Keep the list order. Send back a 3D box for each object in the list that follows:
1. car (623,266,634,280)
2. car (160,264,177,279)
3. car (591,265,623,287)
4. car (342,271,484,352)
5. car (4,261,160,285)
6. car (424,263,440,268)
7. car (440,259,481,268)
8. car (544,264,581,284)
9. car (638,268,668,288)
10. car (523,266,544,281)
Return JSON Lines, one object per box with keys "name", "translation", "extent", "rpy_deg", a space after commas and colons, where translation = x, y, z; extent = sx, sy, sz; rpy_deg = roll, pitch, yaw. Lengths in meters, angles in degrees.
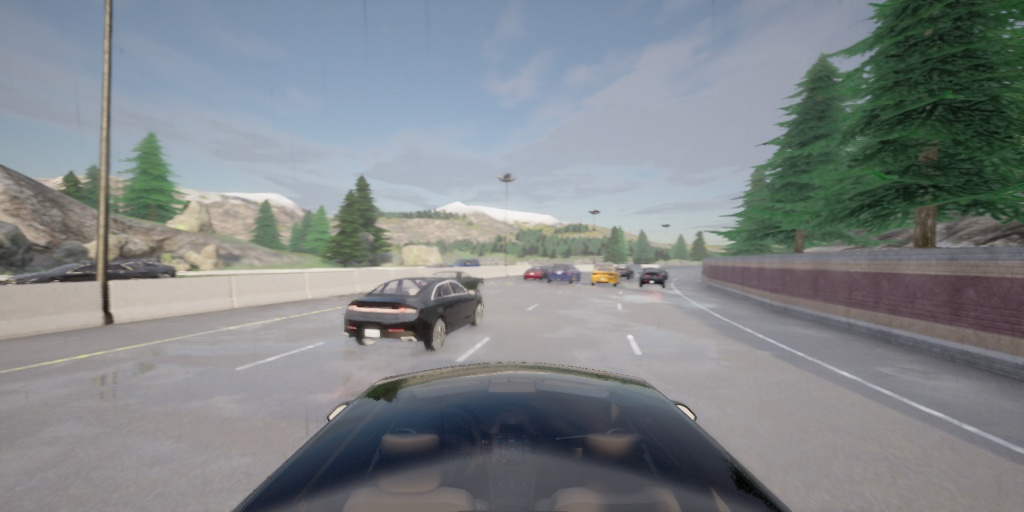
{"name": "car", "translation": [12.346, 1.797, 39.752], "extent": [2.128, 1.511, 4.902], "rpy_deg": [1, 0, 26]}
{"name": "car", "translation": [-24.227, 1.045, 22.564], "extent": [2.128, 1.511, 4.902], "rpy_deg": [1, -1, 15]}
{"name": "car", "translation": [7.721, 1.610, 29.391], "extent": [1.882, 1.535, 5.008], "rpy_deg": [1, -1, 21]}
{"name": "car", "translation": [-2.133, 1.276, 9.143], "extent": [2.128, 1.511, 4.902], "rpy_deg": [1, -1, 12]}
{"name": "car", "translation": [-21.739, 1.058, 18.285], "extent": [1.837, 1.490, 4.892], "rpy_deg": [1, -1, 14]}
{"name": "car", "translation": [-8.931, 1.559, 44.443], "extent": [2.033, 1.411, 5.357], "rpy_deg": [1, -1, 25]}
{"name": "car", "translation": [-5.756, 1.369, 42.965], "extent": [2.150, 2.045, 5.566], "rpy_deg": [1, -1, 25]}
{"name": "car", "translation": [4.633, 1.451, 31.117], "extent": [2.097, 1.767, 4.553], "rpy_deg": [1, -1, 21]}
{"name": "car", "translation": [11.238, 1.690, 28.783], "extent": [1.837, 1.490, 4.892], "rpy_deg": [1, 0, 21]}
{"name": "car", "translation": [2.668, 1.673, 35.491], "extent": [1.994, 1.385, 4.181], "rpy_deg": [1, 0, 23]}
